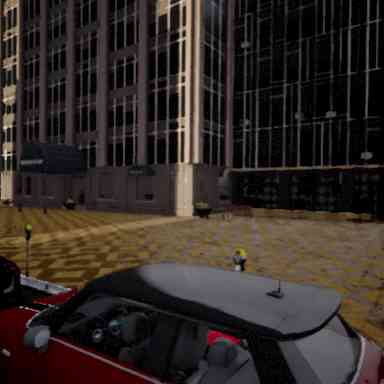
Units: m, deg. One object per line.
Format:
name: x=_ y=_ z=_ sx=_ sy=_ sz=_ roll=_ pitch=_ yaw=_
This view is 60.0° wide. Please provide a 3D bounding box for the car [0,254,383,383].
car: x=-0.431 y=1.430 z=3.170 sx=4.097 sy=1.590 sz=1.967 roll=0 pitch=1 yaw=35
